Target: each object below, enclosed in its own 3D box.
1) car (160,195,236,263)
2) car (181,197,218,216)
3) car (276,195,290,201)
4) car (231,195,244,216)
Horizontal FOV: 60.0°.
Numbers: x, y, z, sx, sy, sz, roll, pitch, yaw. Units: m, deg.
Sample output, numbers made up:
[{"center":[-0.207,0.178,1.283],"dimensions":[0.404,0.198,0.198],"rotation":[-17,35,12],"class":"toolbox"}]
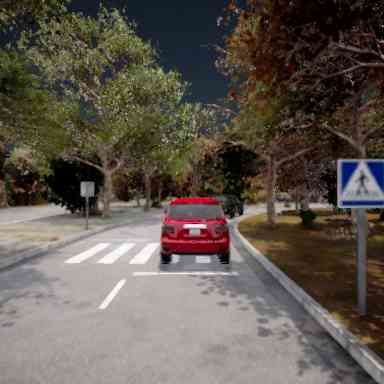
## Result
[{"center":[0.127,1.246,12.143],"dimensions":[2.150,2.045,5.566],"rotation":[0,0,1],"class":"car"},{"center":[0.866,1.460,34.210],"dimensions":[2.097,1.767,4.553],"rotation":[0,0,26],"class":"car"},{"center":[19.279,1.458,70.552],"dimensions":[1.812,1.442,4.674],"rotation":[1,-1,-34],"class":"car"},{"center":[3.304,1.300,30.958],"dimensions":[2.150,2.045,5.566],"rotation":[-1,0,22],"class":"car"}]
